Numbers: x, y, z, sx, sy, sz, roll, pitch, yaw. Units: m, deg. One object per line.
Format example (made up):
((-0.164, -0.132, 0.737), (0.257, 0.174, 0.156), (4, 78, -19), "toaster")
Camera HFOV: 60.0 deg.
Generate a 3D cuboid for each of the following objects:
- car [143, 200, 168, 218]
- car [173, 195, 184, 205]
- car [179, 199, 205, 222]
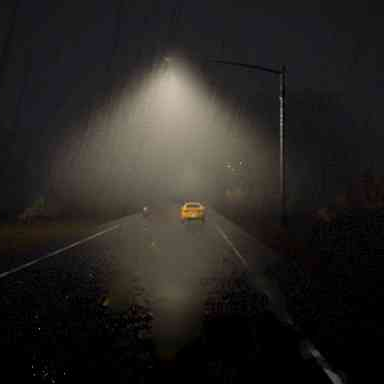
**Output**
((-3.616, 1.586, 33.280), (2.097, 1.767, 4.553), (0, 0, 0), "car")
((-2.864, 1.729, 71.948), (2.150, 2.045, 5.566), (0, 0, 3), "car")
((0.081, 1.676, 28.138), (1.882, 1.535, 5.008), (0, 0, 0), "car")
